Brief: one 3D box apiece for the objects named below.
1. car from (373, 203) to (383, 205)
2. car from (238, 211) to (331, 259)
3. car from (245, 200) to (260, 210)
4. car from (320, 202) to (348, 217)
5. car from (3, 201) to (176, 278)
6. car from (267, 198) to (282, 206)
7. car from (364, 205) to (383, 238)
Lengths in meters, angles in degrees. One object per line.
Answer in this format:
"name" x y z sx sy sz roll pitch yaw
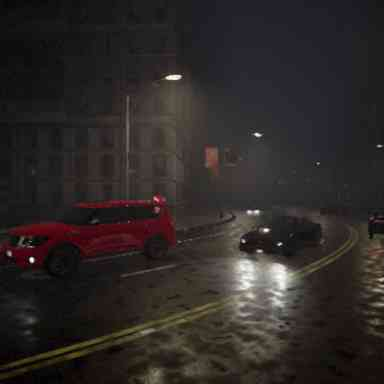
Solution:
"car" 18.671 1.864 32.842 2.128 1.511 4.902 0 -1 8
"car" 3.905 1.701 13.749 2.033 1.411 5.357 0 -1 36
"car" 9.628 2.099 53.286 2.128 1.511 4.902 0 -1 3
"car" 15.607 1.890 36.801 1.882 1.535 5.008 0 -1 6
"car" -3.011 1.339 11.015 2.150 2.045 5.566 0 -1 45
"car" 13.122 1.700 53.086 1.837 1.490 4.892 0 -1 3
"car" 10.802 1.702 18.473 2.128 1.511 4.902 0 -1 27
